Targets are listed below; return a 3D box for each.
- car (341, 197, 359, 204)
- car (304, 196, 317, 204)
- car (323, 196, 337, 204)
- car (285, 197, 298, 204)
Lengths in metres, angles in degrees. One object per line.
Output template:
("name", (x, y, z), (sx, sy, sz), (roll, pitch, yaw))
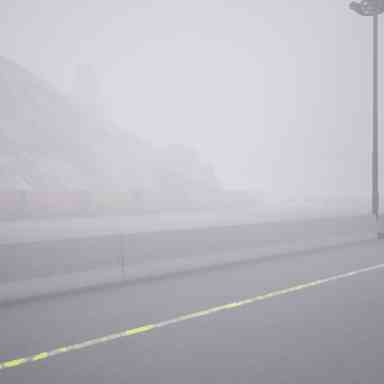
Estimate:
("car", (29.329, 1.600, 61.925), (2.033, 1.411, 5.357), (0, 0, 10))
("car", (22.437, 1.558, 63.150), (1.837, 1.490, 4.892), (0, 0, 10))
("car", (25.883, 1.558, 62.537), (1.837, 1.490, 4.892), (0, 0, 10))
("car", (18.991, 1.597, 63.762), (1.994, 1.385, 4.181), (0, 0, 10))
